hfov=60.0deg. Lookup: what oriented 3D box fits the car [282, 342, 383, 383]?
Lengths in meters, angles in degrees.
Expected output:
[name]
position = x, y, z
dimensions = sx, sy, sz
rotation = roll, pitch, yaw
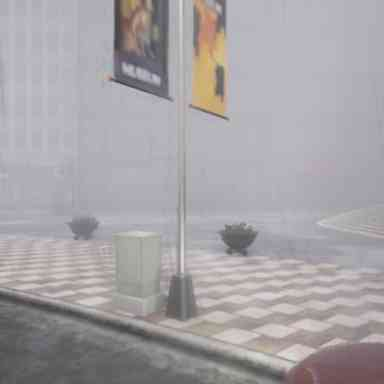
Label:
[car]
position = 2.666, 1.521, 1.403
dimensions = 4.674, 1.442, 1.812
rotation = 0, 0, 37
